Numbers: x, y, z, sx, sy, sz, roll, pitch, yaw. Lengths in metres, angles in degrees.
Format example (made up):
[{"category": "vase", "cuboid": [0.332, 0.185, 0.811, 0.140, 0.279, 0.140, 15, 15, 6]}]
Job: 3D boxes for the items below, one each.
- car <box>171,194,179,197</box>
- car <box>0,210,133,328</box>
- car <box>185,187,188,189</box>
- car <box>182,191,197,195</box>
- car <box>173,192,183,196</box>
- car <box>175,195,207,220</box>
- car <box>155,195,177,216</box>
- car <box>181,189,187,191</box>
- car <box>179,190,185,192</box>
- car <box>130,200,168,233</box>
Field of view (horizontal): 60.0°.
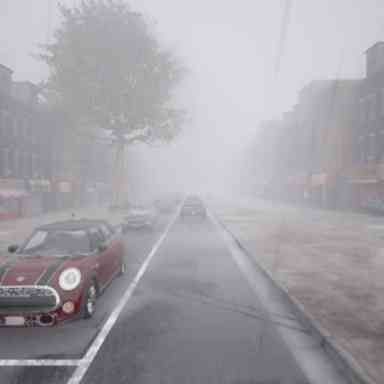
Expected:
[{"category": "car", "cuboid": [-2.647, 1.216, 34.634, 1.802, 1.307, 4.206, 0, 1, 0]}, {"category": "car", "cuboid": [-2.649, 1.381, 6.958, 1.967, 1.590, 4.097, -1, 0, 0]}, {"category": "car", "cuboid": [-2.640, 0.089, 84.452, 1.967, 1.590, 4.097, 0, 2, 0]}, {"category": "car", "cuboid": [0.098, 1.039, 41.489, 2.128, 1.511, 4.902, 0, 1, 0]}, {"category": "car", "cuboid": [-2.648, 1.038, 45.700, 1.887, 1.381, 4.507, 0, 1, 0]}, {"category": "car", "cuboid": [0.097, 1.243, 25.106, 2.128, 1.511, 4.902, 0, 1, 0]}, {"category": "car", "cuboid": [-2.647, 1.249, 29.098, 1.887, 1.381, 4.507, -1, 1, 0]}, {"category": "car", "cuboid": [-2.641, 0.521, 73.393, 1.802, 1.307, 4.206, 0, 1, 0]}, {"category": "car", "cuboid": [-2.645, 0.886, 56.777, 1.947, 1.339, 4.313, 0, 1, 0]}, {"category": "car", "cuboid": [-2.647, 1.383, 18.029, 2.008, 1.369, 4.403, -1, 1, 0]}]
